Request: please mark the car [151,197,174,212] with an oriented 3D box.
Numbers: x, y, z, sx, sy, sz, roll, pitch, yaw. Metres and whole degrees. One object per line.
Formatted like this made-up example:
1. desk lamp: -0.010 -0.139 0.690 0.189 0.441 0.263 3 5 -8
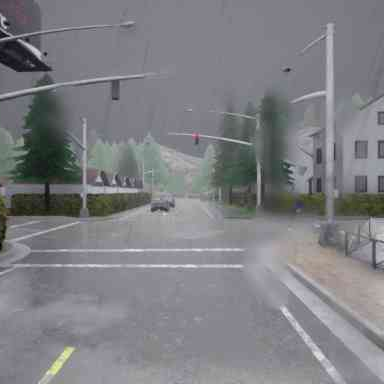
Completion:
1. car: -3.568 1.547 38.440 2.033 1.411 5.357 0 0 0
